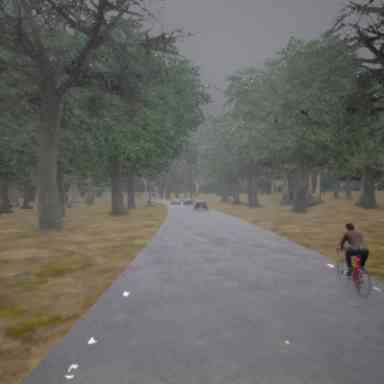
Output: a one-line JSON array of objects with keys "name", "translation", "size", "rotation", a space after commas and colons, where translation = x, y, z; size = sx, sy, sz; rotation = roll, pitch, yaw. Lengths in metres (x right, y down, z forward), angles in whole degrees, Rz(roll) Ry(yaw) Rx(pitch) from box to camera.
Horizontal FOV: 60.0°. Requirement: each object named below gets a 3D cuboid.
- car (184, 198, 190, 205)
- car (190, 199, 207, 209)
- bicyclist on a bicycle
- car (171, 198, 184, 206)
[{"name": "car", "translation": [-0.867, 2.104, 72.274], "size": [1.812, 1.442, 4.674], "rotation": [1, -1, -7]}, {"name": "car", "translation": [1.231, 1.956, 53.093], "size": [1.837, 1.490, 4.892], "rotation": [1, 0, -5]}, {"name": "bicyclist on a bicycle", "translation": [3.841, 1.578, 7.964], "size": [0.582, 1.620, 1.656], "rotation": [1, -1, 0]}, {"name": "car", "translation": [-3.278, 2.013, 67.195], "size": [1.812, 1.442, 4.674], "rotation": [1, 0, -6]}]
